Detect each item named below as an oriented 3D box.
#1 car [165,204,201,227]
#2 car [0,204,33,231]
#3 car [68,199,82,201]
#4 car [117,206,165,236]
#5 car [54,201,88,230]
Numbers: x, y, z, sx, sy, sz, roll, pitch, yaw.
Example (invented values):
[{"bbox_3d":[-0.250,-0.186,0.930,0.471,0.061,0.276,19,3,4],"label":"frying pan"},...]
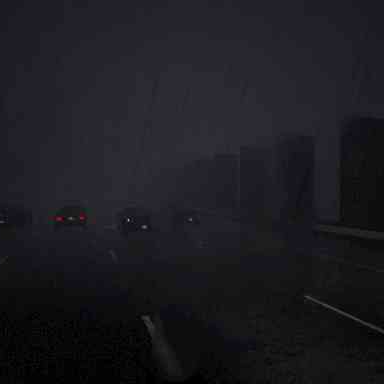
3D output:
[{"bbox_3d":[-0.828,1.523,22.853,1.812,1.442,4.674,0,0,-19],"label":"car"},{"bbox_3d":[-11.089,1.474,20.452,1.882,1.535,5.008,0,0,-18],"label":"car"},{"bbox_3d":[-12.529,1.473,35.551,1.882,1.535,5.008,0,0,-19],"label":"car"},{"bbox_3d":[-3.077,1.524,18.511,1.812,1.442,4.674,0,0,-19],"label":"car"},{"bbox_3d":[-7.579,1.543,20.977,2.033,1.411,5.357,0,0,-18],"label":"car"}]
